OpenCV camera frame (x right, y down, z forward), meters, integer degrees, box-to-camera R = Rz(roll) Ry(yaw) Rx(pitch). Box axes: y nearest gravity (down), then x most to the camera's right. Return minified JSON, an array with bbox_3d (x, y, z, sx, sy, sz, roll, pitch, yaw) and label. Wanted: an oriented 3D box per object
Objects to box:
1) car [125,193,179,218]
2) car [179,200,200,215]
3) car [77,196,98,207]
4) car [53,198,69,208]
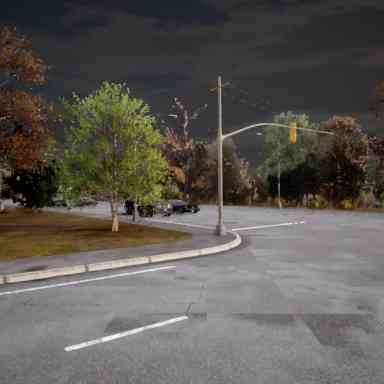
[{"bbox_3d":[-3.865,1.097,29.152,2.150,2.045,5.566,-1,1,-38],"label":"car"},{"bbox_3d":[-1.303,1.434,31.562,1.895,1.301,4.718,-1,1,-38],"label":"car"},{"bbox_3d":[-15.647,1.391,49.500,1.882,1.535,5.008,-1,0,-38],"label":"car"},{"bbox_3d":[-20.020,1.521,49.390,2.033,1.411,5.357,-1,0,-38],"label":"car"}]
